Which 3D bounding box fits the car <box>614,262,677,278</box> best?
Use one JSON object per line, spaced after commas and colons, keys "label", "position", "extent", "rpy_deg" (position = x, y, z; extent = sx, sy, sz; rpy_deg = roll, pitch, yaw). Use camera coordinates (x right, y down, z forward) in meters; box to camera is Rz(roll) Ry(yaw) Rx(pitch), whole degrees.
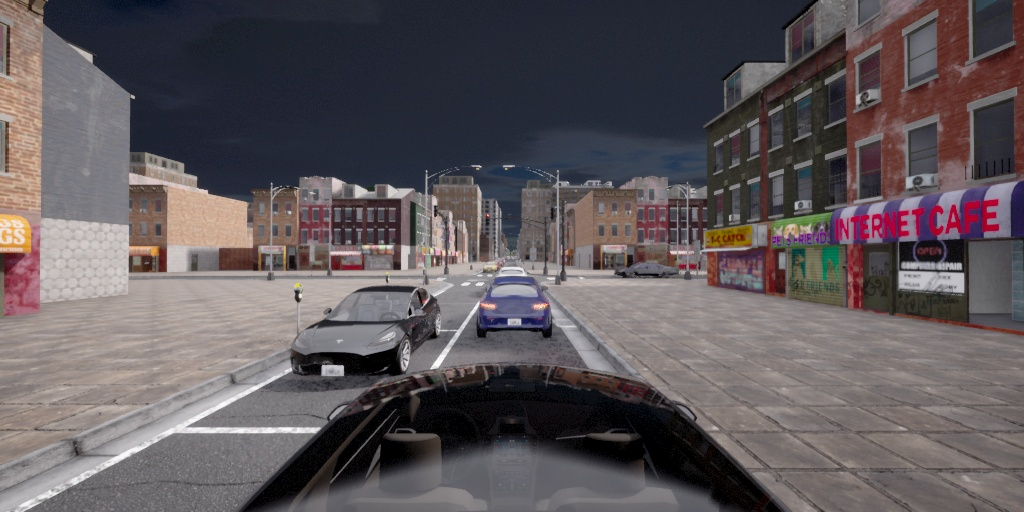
{"label": "car", "position": [12.274, 1.303, 33.068], "extent": [5.357, 1.411, 2.033], "rpy_deg": [0, 0, 0]}

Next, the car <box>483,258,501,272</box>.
{"label": "car", "position": [-2.707, 1.322, 45.058], "extent": [1.751, 1.417, 4.829], "rpy_deg": [0, 0, 0]}

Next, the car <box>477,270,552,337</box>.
{"label": "car", "position": [0.065, 1.278, 10.141], "extent": [1.812, 1.442, 4.674], "rpy_deg": [0, 0, 0]}

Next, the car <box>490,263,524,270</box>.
{"label": "car", "position": [-0.010, 1.284, 19.275], "extent": [1.812, 1.442, 4.674], "rpy_deg": [0, 0, 0]}

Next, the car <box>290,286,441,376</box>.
{"label": "car", "position": [-2.647, 1.317, 7.459], "extent": [1.948, 1.339, 4.313], "rpy_deg": [0, 0, 0]}

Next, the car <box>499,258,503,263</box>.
{"label": "car", "position": [-2.717, 1.355, 50.833], "extent": [1.888, 1.381, 4.507], "rpy_deg": [0, 0, 0]}
